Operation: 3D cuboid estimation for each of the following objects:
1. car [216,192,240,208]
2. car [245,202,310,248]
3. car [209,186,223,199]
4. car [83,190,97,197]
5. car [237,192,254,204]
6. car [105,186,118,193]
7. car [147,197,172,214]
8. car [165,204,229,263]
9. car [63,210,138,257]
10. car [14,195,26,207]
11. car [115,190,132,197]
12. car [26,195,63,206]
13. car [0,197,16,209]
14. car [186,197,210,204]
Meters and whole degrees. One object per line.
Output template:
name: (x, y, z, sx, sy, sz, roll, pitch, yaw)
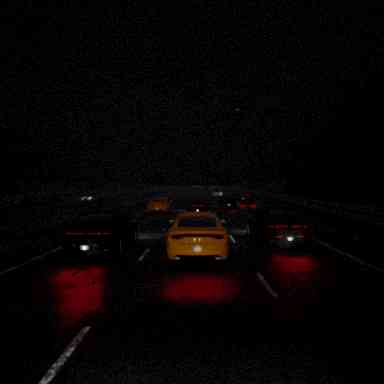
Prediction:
car: (4.178, 1.112, 39.251, 1.837, 1.490, 4.892, 0, 1, 2)
car: (3.612, 1.418, 14.535, 1.837, 1.490, 4.892, 0, 1, 1)
car: (4.946, 0.246, 66.233, 2.150, 2.045, 5.566, 0, 1, 2)
car: (-22.828, 0.290, 74.578, 1.812, 1.442, 4.674, 0, 1, 2)
car: (7.791, 0.974, 47.755, 1.812, 1.442, 4.674, 0, 1, 3)
car: (-19.174, -0.465, 79.941, 2.150, 2.045, 5.566, 0, 2, 2)
car: (-2.946, 1.215, 31.104, 1.882, 1.535, 5.008, 0, 1, 1)
car: (0.185, 1.430, 11.831, 1.882, 1.535, 5.008, 0, 1, 1)
car: (-3.304, 1.450, 12.731, 1.837, 1.490, 4.892, 0, 1, 1)
car: (-20.330, 1.150, 39.348, 1.812, 1.442, 4.674, 0, 1, 2)
car: (-12.688, 0.735, 62.497, 1.895, 1.301, 4.718, 0, 1, 2)
car: (-16.926, 1.104, 39.032, 1.882, 1.535, 5.008, 0, 1, 2)
car: (-13.869, 1.336, 21.467, 1.882, 1.535, 5.008, 0, 1, 1)
car: (0.523, 1.258, 29.829, 1.837, 1.490, 4.892, 0, 1, 1)
